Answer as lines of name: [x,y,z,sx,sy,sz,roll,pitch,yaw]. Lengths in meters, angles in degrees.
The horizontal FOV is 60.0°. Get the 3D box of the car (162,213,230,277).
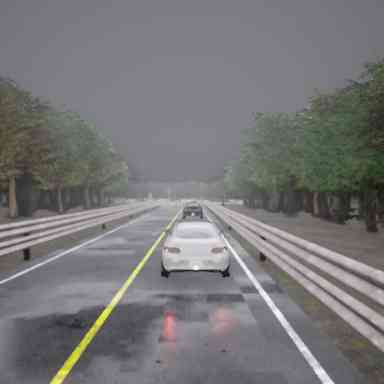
car: [0.098,1.610,10.449,1.812,1.442,4.674,0,0,0]

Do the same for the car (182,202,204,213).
car: [0.097,1.779,32.481,1.837,1.490,4.892,0,-1,0]
